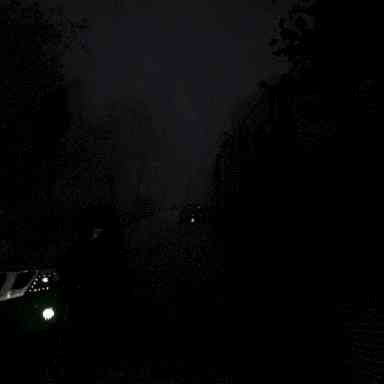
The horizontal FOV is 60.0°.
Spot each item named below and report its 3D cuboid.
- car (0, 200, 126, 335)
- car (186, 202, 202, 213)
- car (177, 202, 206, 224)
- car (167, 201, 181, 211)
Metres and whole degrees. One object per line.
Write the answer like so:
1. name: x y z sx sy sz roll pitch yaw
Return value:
1. car: -2.863 1.219 7.041 2.150 2.045 5.566 0 0 0
2. car: 0.311 1.952 42.574 1.895 1.301 4.718 0 -1 2
3. car: 0.055 1.708 25.391 1.895 1.301 4.718 0 -1 0
4. car: -2.379 1.999 48.480 2.033 1.411 5.357 0 -1 3
